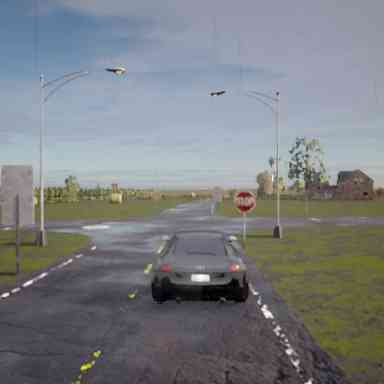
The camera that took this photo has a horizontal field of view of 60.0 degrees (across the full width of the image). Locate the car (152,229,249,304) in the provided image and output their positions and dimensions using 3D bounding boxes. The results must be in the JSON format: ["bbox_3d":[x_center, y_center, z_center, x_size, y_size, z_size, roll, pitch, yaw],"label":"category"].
[{"bbox_3d":[0.182,1.590,8.262,1.994,1.385,4.181,0,0,1],"label":"car"}]
